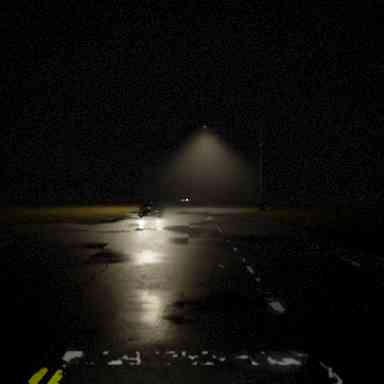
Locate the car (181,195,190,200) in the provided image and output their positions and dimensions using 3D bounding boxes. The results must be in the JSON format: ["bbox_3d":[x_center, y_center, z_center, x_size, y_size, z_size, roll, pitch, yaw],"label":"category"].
[{"bbox_3d":[-1.795,1.573,94.688,1.994,1.385,4.181,0,0,7],"label":"car"}]

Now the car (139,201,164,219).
[{"bbox_3d":[-3.609,1.564,30.111,1.837,1.490,4.892,0,0,0],"label":"car"}]
